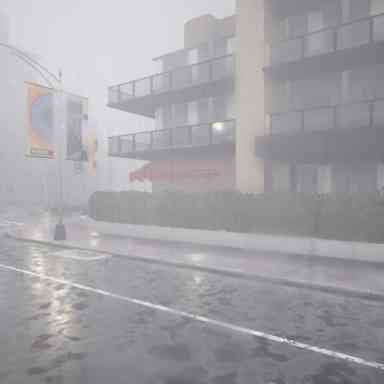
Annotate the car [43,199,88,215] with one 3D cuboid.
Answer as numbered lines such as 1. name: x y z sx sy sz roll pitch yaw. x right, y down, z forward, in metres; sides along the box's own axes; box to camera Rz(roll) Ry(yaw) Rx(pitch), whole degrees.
1. car: -12.704 1.601 34.351 1.895 1.301 4.718 0 0 35
